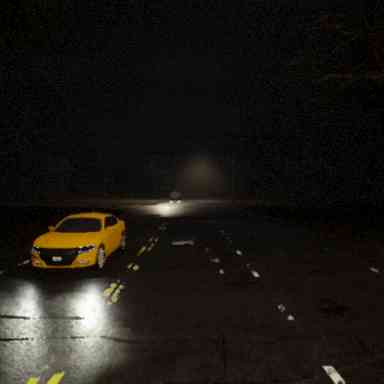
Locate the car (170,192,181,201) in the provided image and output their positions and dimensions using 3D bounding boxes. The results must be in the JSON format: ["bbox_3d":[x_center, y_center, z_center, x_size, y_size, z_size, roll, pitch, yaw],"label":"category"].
[{"bbox_3d":[-3.742,0.939,74.148,2.150,2.045,5.566,0,0,0],"label":"car"}]

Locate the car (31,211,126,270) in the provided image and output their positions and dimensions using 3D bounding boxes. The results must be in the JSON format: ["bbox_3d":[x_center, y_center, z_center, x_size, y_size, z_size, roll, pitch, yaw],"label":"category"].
[{"bbox_3d":[-3.523,1.462,11.169,1.882,1.535,5.008,0,0,0],"label":"car"}]
